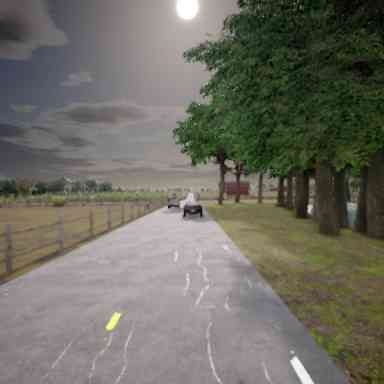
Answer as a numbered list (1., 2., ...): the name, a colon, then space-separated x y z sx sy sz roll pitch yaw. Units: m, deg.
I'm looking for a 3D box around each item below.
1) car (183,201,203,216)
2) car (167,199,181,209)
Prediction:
1. car: 0.098 1.624 33.979 1.882 1.535 5.008 0 0 0
2. car: -2.752 1.814 51.510 2.033 1.411 5.357 0 0 0
